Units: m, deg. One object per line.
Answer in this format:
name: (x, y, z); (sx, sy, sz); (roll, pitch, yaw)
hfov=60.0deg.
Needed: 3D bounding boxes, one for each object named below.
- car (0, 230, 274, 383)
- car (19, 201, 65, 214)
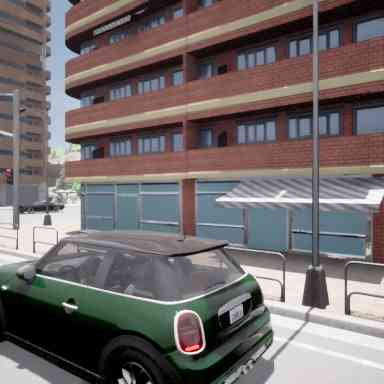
car: (-1.241, 1.352, 4.879); (4.553, 1.767, 2.097); (0, 0, 36)
car: (-16.242, 1.601, 35.687); (1.895, 1.301, 4.718); (0, 0, 36)
